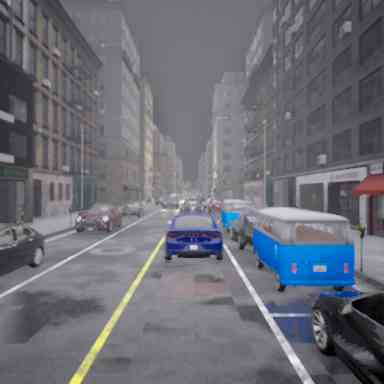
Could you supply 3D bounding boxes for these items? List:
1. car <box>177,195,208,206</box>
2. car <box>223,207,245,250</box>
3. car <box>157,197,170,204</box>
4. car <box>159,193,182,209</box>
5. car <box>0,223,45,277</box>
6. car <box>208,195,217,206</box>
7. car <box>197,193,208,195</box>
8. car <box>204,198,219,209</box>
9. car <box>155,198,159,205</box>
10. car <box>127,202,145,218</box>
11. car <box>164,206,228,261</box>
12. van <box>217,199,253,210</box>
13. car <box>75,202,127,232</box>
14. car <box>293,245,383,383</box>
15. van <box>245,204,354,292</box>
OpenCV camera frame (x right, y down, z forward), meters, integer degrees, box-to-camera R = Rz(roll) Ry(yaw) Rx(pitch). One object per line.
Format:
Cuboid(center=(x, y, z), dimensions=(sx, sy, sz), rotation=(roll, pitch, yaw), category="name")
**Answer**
Cuboid(center=(0.065, 1.376, 29.272), dimensions=(2.097, 1.767, 4.553), rotation=(0, 0, 0), category="car")
Cuboid(center=(2.627, 1.559, 14.204), dimensions=(2.008, 1.369, 4.403), rotation=(0, 0, 0), category="car")
Cuboid(center=(-5.432, 1.628, 63.797), dimensions=(1.947, 1.339, 4.313), rotation=(0, 0, 0), category="car")
Cuboid(center=(-2.866, 1.394, 45.143), dimensions=(2.097, 1.767, 4.553), rotation=(0, 0, 0), category="car")
Cuboid(center=(-5.394, 1.555, 8.687), dimensions=(2.008, 1.369, 4.403), rotation=(0, 0, 0), category="car")
Cuboid(center=(2.612, 1.473, 36.247), dimensions=(1.967, 1.590, 4.097), rotation=(0, 0, 0), category="car")
Cuboid(center=(2.593, 1.378, 63.803), dimensions=(2.192, 1.841, 5.009), rotation=(0, 0, 0), category="car")
Cuboid(center=(2.718, 1.572, 47.318), dimensions=(1.812, 1.442, 4.674), rotation=(0, 0, 0), category="car")
Cuboid(center=(-5.428, 1.602, 58.286), dimensions=(1.887, 1.381, 4.507), rotation=(0, 0, 0), category="car")
Cuboid(center=(-5.409, 1.577, 30.731), dimensions=(2.008, 1.369, 4.403), rotation=(0, 0, 0), category="car")
Cuboid(center=(0.069, 1.484, 12.322), dimensions=(1.882, 1.535, 5.008), rotation=(0, 0, 0), category="car")
Cuboid(center=(2.623, 1.355, 19.715), dimensions=(1.690, 1.788, 3.998), rotation=(0, 0, 0), category="van")
Cuboid(center=(-5.402, 1.454, 19.709), dimensions=(1.967, 1.590, 4.097), rotation=(0, 0, 0), category="car")
Cuboid(center=(2.635, 1.567, 3.183), dimensions=(1.947, 1.339, 4.313), rotation=(0, 0, 0), category="car")
Cuboid(center=(2.631, 1.345, 8.693), dimensions=(1.690, 1.788, 3.998), rotation=(0, 0, 0), category="van")
